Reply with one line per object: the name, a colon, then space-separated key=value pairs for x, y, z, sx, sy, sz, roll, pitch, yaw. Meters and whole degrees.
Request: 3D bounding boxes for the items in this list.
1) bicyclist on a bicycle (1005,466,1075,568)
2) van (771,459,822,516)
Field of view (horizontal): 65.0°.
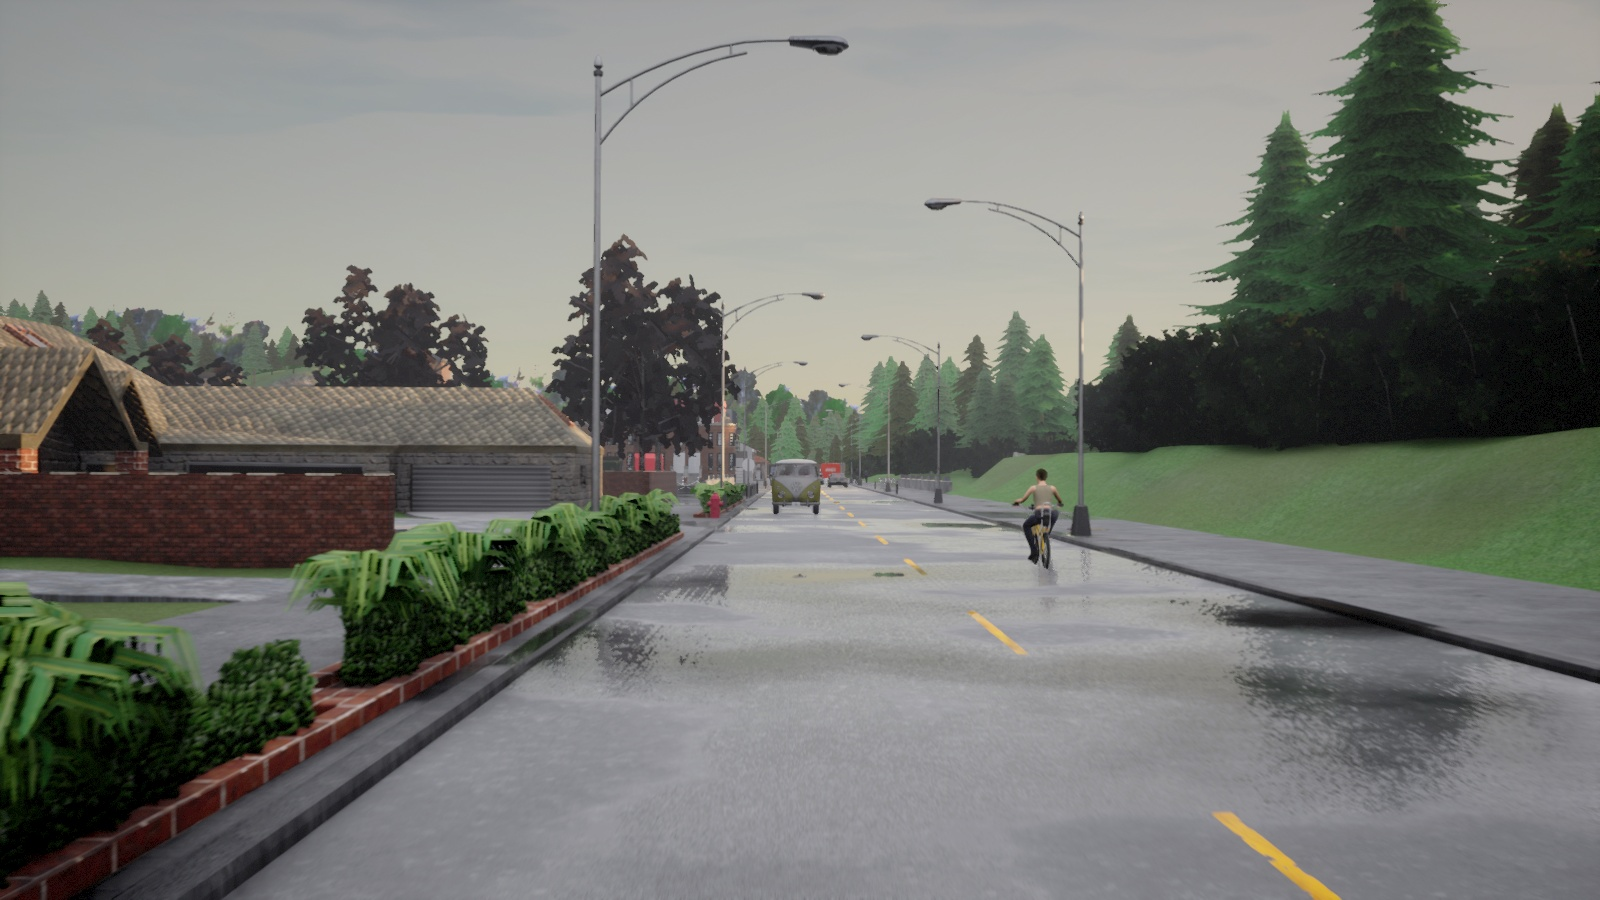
bicyclist on a bicycle: x=3.945 y=1.082 z=20.731 sx=0.866 sy=1.612 sz=1.509 roll=0 pitch=-1 yaw=0
van: x=-0.130 y=1.338 z=46.023 sx=1.775 sy=1.987 sz=4.442 roll=0 pitch=-1 yaw=0
